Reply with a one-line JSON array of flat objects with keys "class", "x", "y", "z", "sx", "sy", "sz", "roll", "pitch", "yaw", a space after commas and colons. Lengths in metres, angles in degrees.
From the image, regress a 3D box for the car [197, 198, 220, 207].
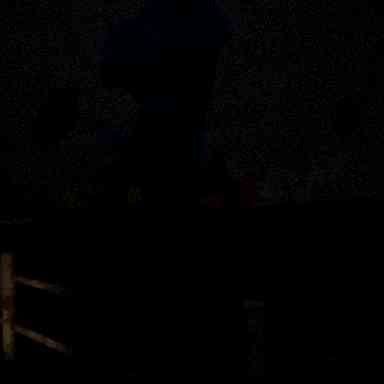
[{"class": "car", "x": 2.701, "y": 1.674, "z": 54.695, "sx": 1.882, "sy": 1.535, "sz": 5.008, "roll": -1, "pitch": -1, "yaw": 36}]
